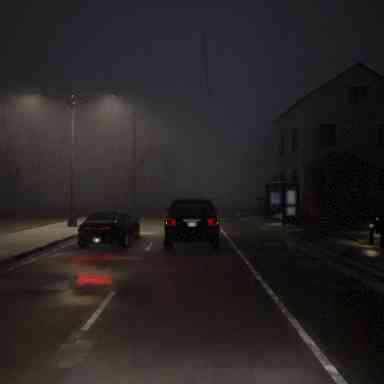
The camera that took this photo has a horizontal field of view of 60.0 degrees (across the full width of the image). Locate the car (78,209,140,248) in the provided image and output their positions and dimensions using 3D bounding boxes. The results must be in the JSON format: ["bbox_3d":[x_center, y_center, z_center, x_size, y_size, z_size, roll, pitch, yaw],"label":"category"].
[{"bbox_3d":[-3.500,1.516,14.650,1.837,1.490,4.892,0,0,0],"label":"car"}]

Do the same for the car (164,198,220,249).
[{"bbox_3d":[0.000,1.258,14.680,2.150,2.045,5.566,0,0,0],"label":"car"}]
